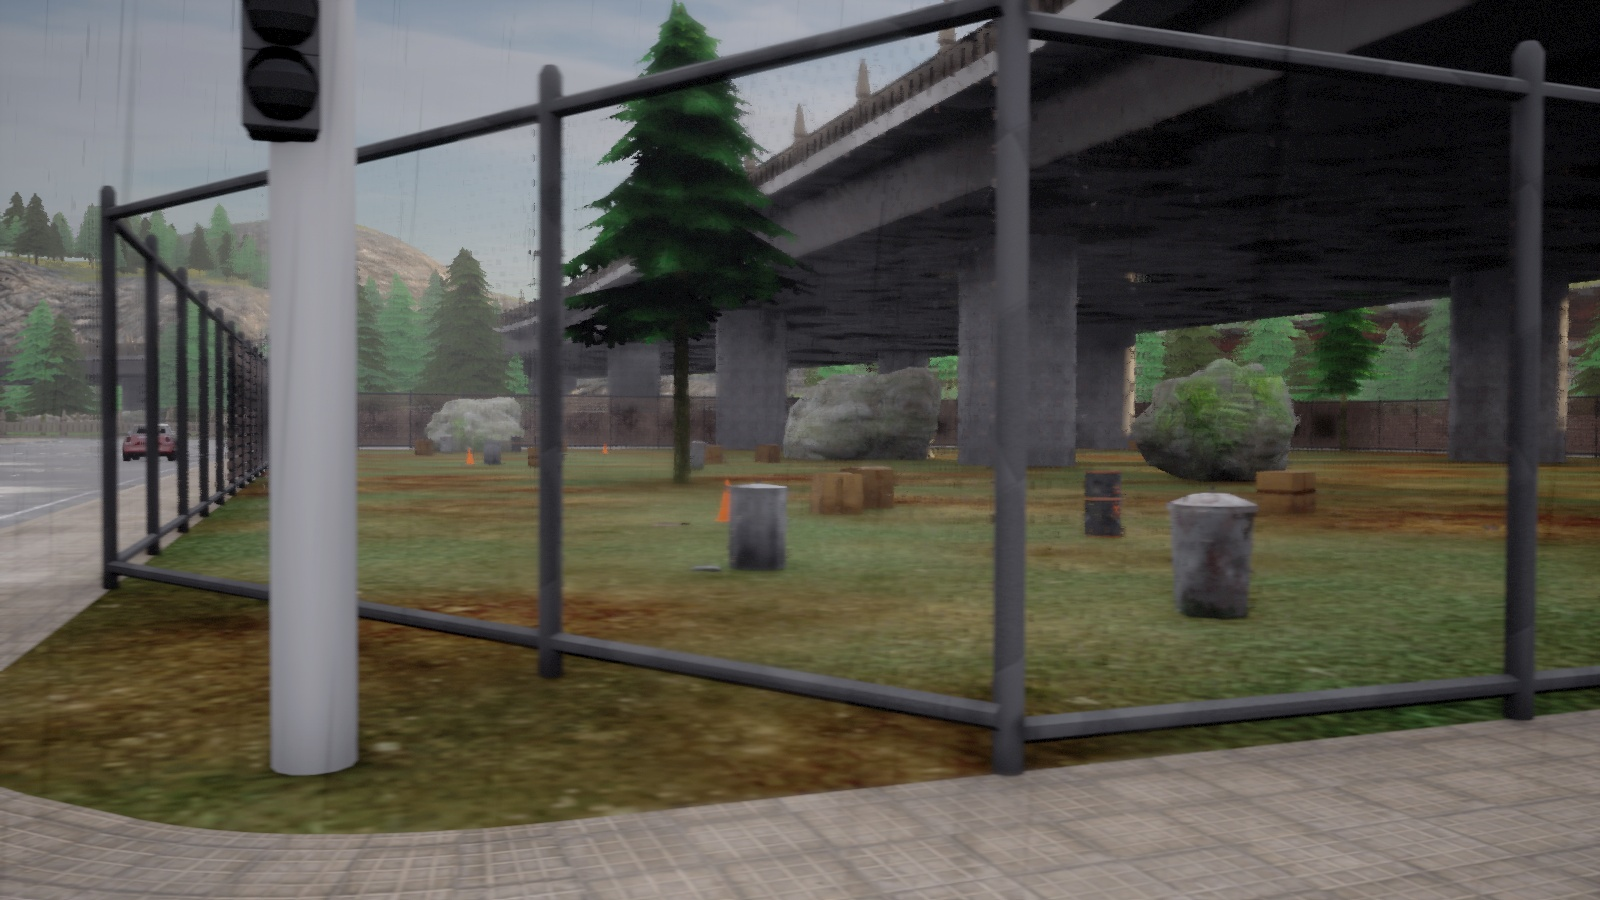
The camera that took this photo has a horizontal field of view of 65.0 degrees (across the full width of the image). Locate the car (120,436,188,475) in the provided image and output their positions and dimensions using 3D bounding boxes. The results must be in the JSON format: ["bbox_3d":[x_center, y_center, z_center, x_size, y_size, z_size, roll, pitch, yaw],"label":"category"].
[{"bbox_3d":[-26.007,0.202,50.675,1.970,1.475,3.806,-1,1,-21],"label":"car"}]
